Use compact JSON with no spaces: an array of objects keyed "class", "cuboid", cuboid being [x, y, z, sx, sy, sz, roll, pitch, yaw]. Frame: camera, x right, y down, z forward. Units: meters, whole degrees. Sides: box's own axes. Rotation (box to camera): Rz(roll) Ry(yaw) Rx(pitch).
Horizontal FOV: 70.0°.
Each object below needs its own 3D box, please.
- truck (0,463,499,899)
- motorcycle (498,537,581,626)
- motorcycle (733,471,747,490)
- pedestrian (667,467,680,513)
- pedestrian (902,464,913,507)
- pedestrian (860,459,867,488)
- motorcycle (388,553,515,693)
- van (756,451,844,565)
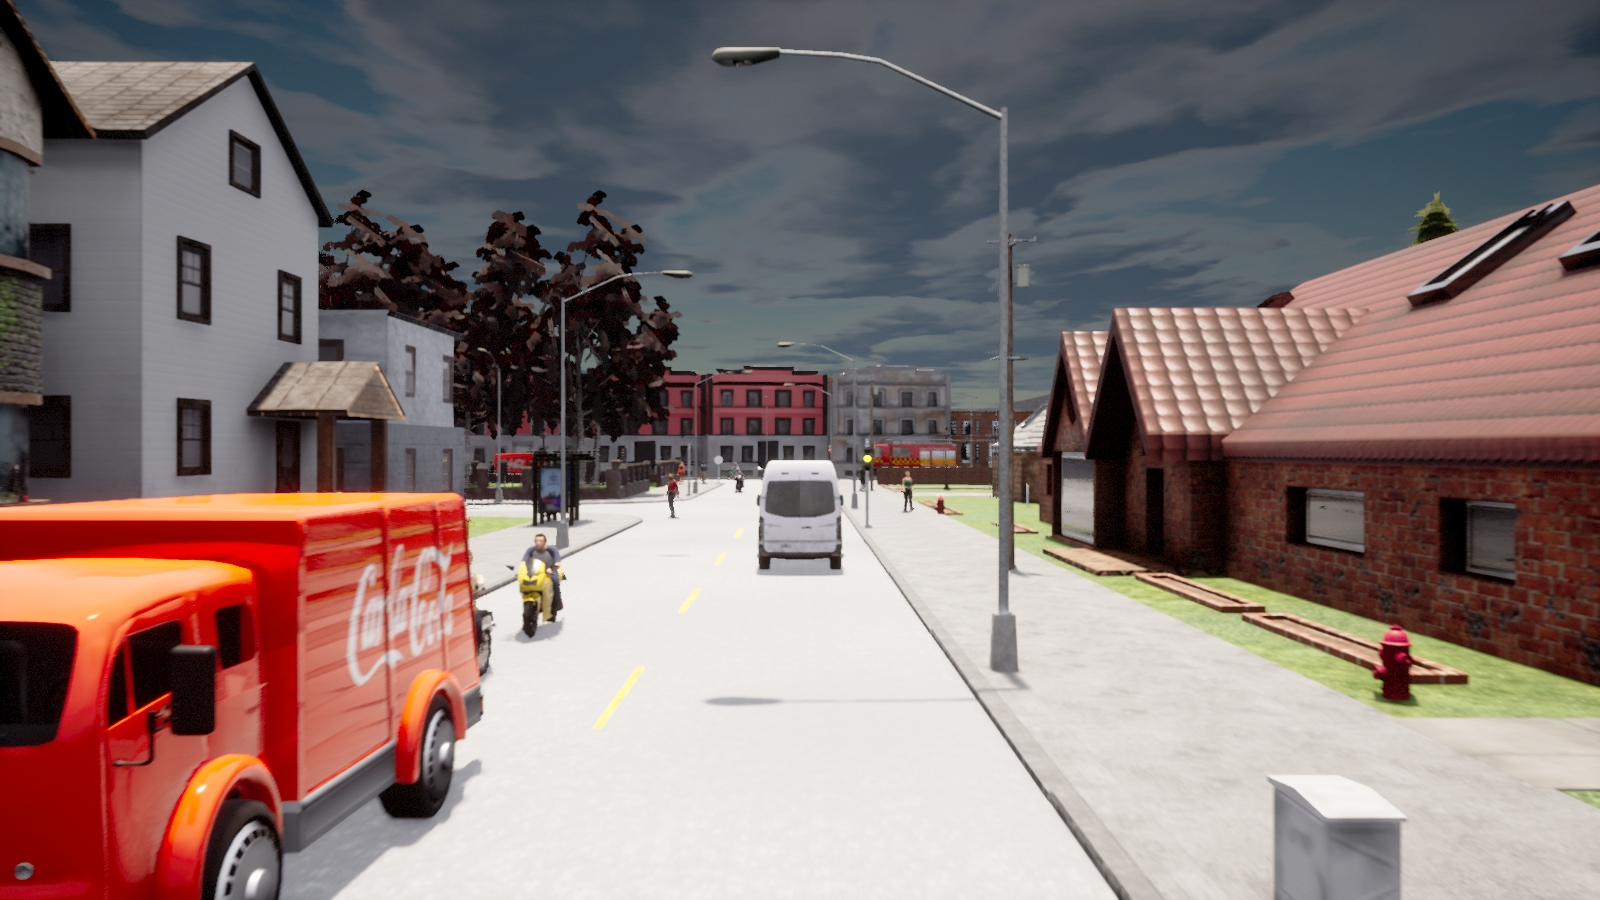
[{"class":"truck","cuboid":[-3.992,1.348,7.547,2.627,2.467,5.204,0,0,0]},{"class":"motorcycle","cuboid":[-3.986,1.993,17.640,0.803,1.145,2.033,0,0,0]},{"class":"motorcycle","cuboid":[-3.946,1.993,74.815,0.803,1.145,2.033,0,0,1]},{"class":"pedestrian","cuboid":[-5.117,1.629,46.375,0.375,1.860,0.375,0,0,-45]},{"class":"pedestrian","cuboid":[4.616,1.524,49.215,0.375,1.860,0.375,0,0,-13]},{"class":"pedestrian","cuboid":[4.108,1.523,74.321,0.375,1.860,0.375,0,0,-12]},{"class":"motorcycle","cuboid":[-4.001,1.950,13.332,0.764,1.277,2.356,0,0,0]},{"class":"van","cuboid":[-0.003,1.314,28.675,1.988,2.561,5.915,0,0,0]}]
